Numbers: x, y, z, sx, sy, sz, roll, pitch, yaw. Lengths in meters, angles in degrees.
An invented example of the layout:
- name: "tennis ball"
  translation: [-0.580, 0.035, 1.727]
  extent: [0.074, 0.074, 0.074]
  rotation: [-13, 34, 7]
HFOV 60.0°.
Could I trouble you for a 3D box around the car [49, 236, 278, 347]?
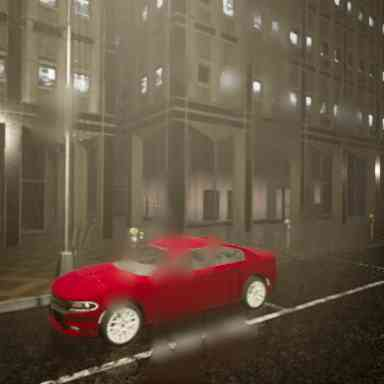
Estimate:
- name: "car"
  translation: [-0.290, 1.577, 6.353]
  extent: [4.507, 1.381, 1.887]
  rotation: [1, 0, -36]
